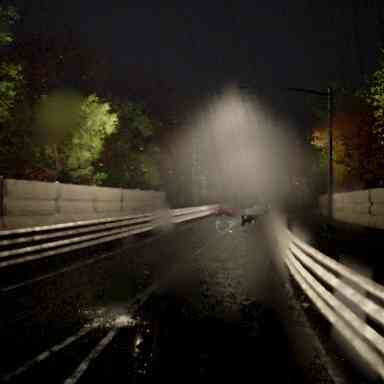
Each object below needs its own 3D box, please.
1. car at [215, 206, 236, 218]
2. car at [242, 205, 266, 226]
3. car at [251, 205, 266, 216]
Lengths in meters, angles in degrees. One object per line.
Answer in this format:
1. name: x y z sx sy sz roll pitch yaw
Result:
1. car: 3.824 2.231 37.437 1.895 1.301 4.718 0 -1 13
2. car: 5.354 2.104 28.526 1.895 1.301 4.718 0 -1 13
3. car: 9.071 2.427 45.108 1.895 1.301 4.718 0 -1 13
